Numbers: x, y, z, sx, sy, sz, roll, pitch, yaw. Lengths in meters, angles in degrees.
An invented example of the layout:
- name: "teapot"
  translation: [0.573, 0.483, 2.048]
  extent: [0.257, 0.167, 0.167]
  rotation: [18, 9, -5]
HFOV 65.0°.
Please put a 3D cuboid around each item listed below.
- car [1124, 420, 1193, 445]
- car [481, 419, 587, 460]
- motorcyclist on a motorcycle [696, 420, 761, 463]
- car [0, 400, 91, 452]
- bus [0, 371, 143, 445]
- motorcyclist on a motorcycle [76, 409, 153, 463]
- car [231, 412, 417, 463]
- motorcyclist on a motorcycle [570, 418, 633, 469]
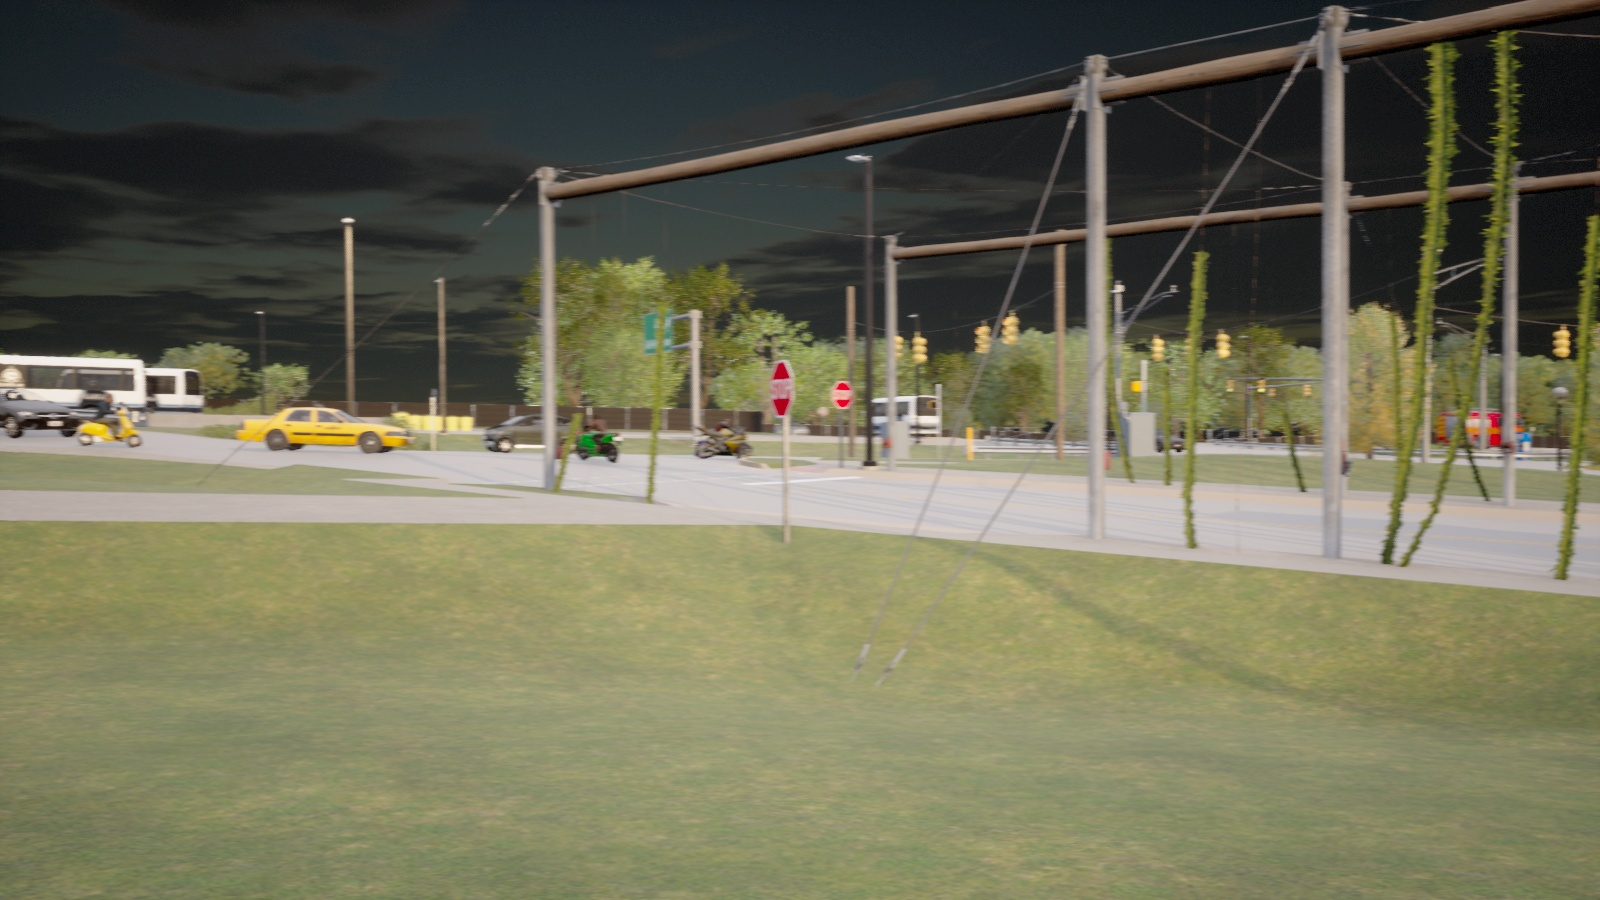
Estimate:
- name: "car"
  translation: [21.966, -1.049, 77.063]
  extent: [1.816, 1.474, 4.193]
  rotation: [-1, 1, -23]
- name: "car"
  translation: [-10.379, -0.405, 49.023]
  extent: [3.705, 1.549, 1.789]
  rotation: [0, 1, -29]
- name: "motorcyclist on a motorcycle"
  translation: [-2.568, -0.312, 45.302]
  extent: [2.191, 1.530, 0.866]
  rotation: [0, 0, -26]
- name: "car"
  translation: [-27.478, -0.900, 44.103]
  extent: [5.027, 1.651, 2.152]
  rotation: [2, 3, 28]
- name: "bus"
  translation: [-45.201, -2.479, 75.146]
  extent: [10.273, 4.253, 3.944]
  rotation: [-1, 1, -26]
- name: "motorcyclist on a motorcycle"
  translation: [-20.495, -0.424, 37.570]
  extent: [1.817, 1.590, 0.866]
  rotation: [1, 1, -11]
- name: "car"
  translation: [-15.408, -0.395, 40.890]
  extent: [5.366, 1.575, 1.801]
  rotation: [0, 0, -3]
- name: "motorcyclist on a motorcycle"
  translation: [-6.247, -0.235, 39.472]
  extent: [2.044, 1.523, 0.797]
  rotation: [2, 3, 40]
